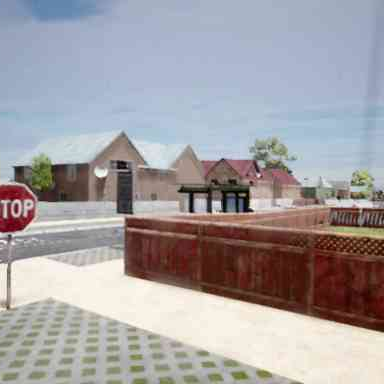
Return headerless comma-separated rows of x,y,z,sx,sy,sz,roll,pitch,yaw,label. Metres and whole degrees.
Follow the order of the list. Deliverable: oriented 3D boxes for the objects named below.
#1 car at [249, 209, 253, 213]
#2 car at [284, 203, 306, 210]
4.096,1.873,32.002,1.895,1.301,4.718,2,0,35,car
14.451,2.203,46.425,1.895,1.301,4.718,2,0,35,car
